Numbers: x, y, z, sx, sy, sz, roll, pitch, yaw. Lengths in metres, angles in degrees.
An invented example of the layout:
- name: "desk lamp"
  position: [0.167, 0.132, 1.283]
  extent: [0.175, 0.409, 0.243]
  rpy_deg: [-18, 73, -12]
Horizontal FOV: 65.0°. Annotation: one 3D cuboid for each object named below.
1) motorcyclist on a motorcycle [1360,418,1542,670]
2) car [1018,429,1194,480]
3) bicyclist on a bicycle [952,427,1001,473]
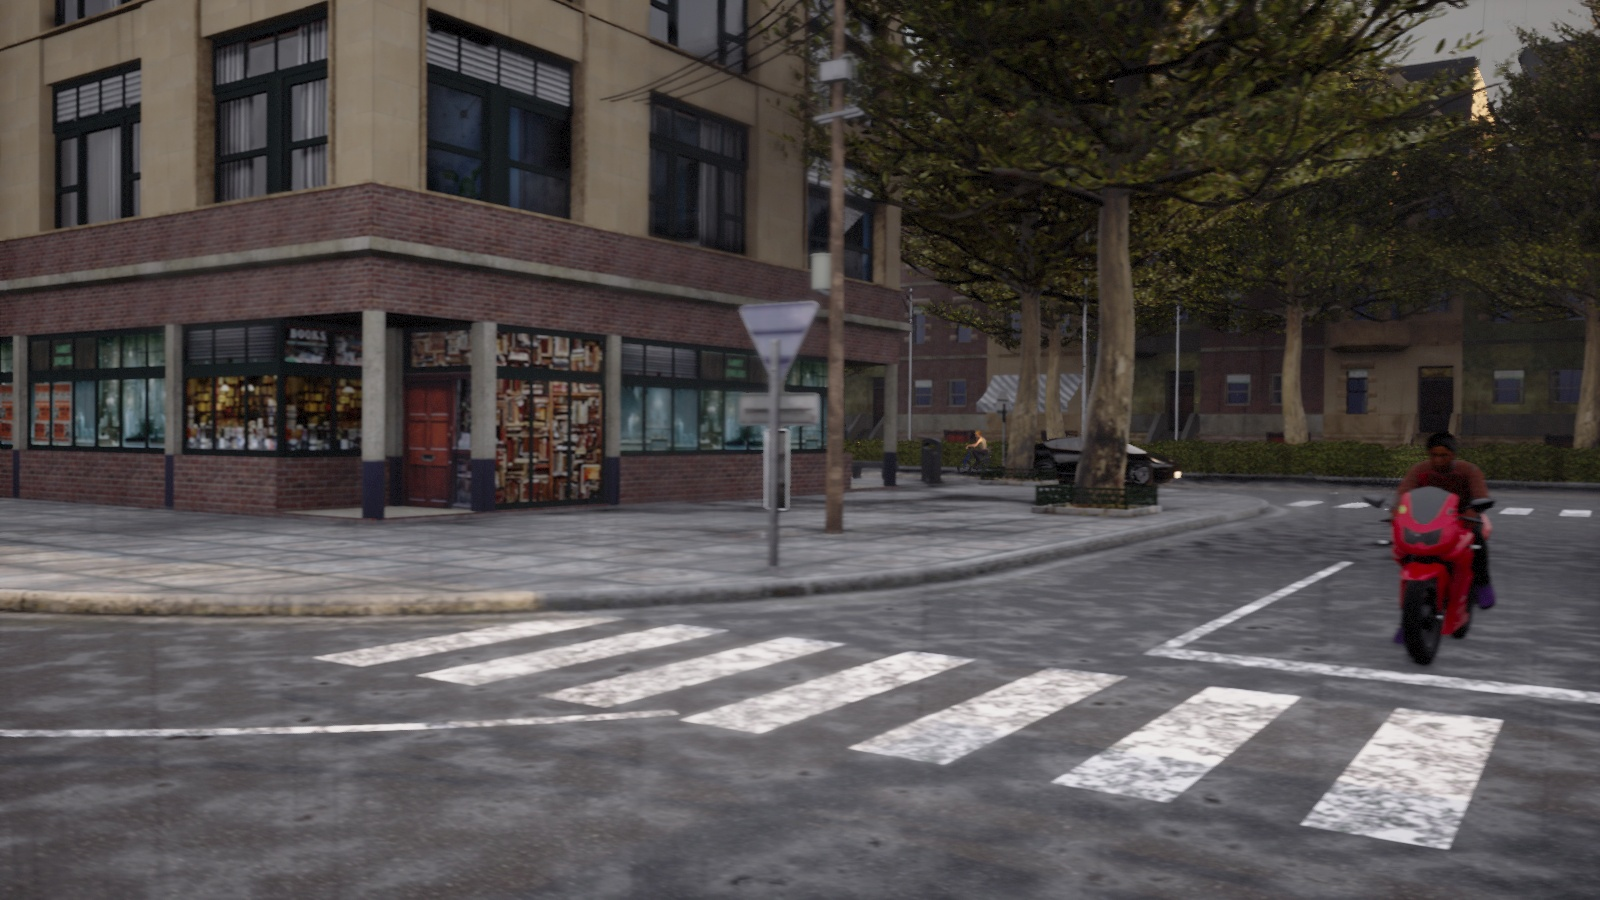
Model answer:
- name: "motorcyclist on a motorcycle"
  position: [4.531, 0.553, 8.655]
  extent: [0.797, 1.523, 2.044]
  rpy_deg: [0, 1, 37]
- name: "car"
  position: [9.396, 0.110, 38.708]
  extent: [4.792, 1.488, 2.163]
  rpy_deg: [0, 1, 35]
- name: "bicyclist on a bicycle"
  position: [6.321, -0.012, 45.013]
  extent: [1.509, 1.612, 0.866]
  rpy_deg: [0, 1, 33]
